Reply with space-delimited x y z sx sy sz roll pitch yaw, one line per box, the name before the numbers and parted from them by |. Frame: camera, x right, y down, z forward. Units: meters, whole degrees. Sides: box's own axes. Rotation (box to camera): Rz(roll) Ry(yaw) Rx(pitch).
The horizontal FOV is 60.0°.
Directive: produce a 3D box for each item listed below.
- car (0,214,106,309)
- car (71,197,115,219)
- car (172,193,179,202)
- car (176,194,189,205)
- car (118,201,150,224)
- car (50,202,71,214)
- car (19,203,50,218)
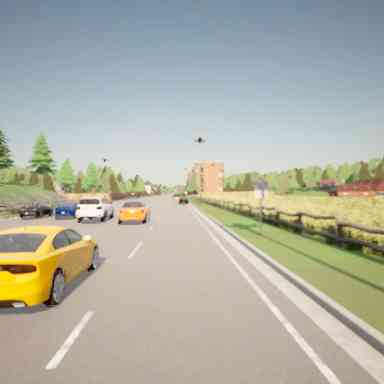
car | -3.701 1.553 8.169 1.882 1.535 5.008 -1 0 -2
car | -8.096 1.415 28.257 2.150 2.045 5.566 -1 0 -3
car | -3.807 1.632 83.730 2.097 1.767 4.553 -1 0 -3
car | -1.670 1.680 65.763 1.882 1.535 5.008 -1 0 -3
car | -4.518 1.490 26.637 2.097 1.767 4.553 -1 0 -3
car | -11.795 1.737 32.637 1.882 1.535 5.008 -1 0 -3
car | -15.316 1.802 33.023 2.128 1.511 4.902 -1 0 -3
